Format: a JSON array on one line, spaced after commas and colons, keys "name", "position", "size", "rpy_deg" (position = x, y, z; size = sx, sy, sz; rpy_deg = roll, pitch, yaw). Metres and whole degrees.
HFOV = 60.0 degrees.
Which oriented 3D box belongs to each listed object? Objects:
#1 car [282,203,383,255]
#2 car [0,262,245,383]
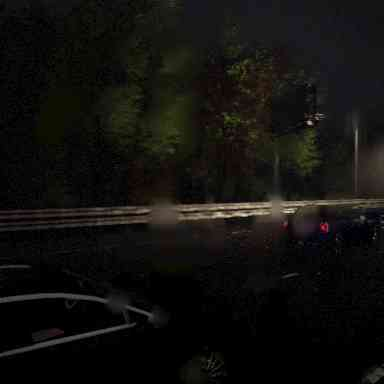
[{"name": "car", "position": [5.661, 1.297, 13.323], "size": [4.553, 1.767, 2.097], "rpy_deg": [0, 0, -38]}, {"name": "car", "position": [-1.577, 1.467, 3.126], "size": [4.902, 1.511, 2.128], "rpy_deg": [0, 0, -38]}]
